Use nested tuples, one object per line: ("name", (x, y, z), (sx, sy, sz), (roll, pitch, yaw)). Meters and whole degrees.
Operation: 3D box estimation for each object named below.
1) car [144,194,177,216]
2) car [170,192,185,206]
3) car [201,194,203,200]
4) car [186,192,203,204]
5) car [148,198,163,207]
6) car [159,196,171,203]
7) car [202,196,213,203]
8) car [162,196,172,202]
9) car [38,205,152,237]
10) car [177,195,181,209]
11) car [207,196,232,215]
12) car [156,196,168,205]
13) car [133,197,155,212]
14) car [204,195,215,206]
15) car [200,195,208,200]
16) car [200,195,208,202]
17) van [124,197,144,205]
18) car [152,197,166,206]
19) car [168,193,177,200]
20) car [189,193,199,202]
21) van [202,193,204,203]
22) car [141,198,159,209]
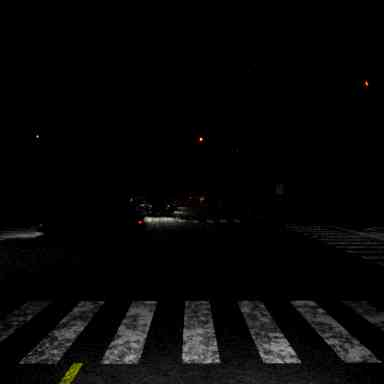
("car", (-2.938, 1.354, 32.126), (2.097, 1.767, 4.553), (0, 0, 2))
("car", (-2.750, 1.223, 53.200), (2.150, 2.045, 5.566), (0, 0, 1))
("car", (3.063, 1.527, 61.890), (1.752, 1.417, 4.829), (0, 0, 0))
("car", (0.406, 1.223, 63.398), (2.150, 2.045, 5.566), (0, 0, 0))
("car", (-5.537, 1.585, 50.433), (1.802, 1.307, 4.206), (0, 0, 0))
("car", (-5.427, 1.566, 67.437), (1.947, 1.339, 4.313), (0, 0, 0))
("car", (3.098, 1.551, 67.390), (2.008, 1.369, 4.403), (0, 0, 0))
("car", (-5.390, 1.543, 73.105), (1.887, 1.381, 4.507), (0, 0, 0))
("car", (-5.054, 1.545, 17.374), (5.357, 1.411, 2.033), (0, 0, 0))
("car", (-2.831, 1.480, 42.064), (1.882, 1.535, 5.008), (0, 0, 1))
("car", (2.878, 1.442, 33.375), (1.967, 1.590, 4.097), (0, 0, 0))
("car", (-5.465, 1.527, 61.599), (1.752, 1.417, 4.829), (0, 0, 0))
("car", (-5.611, 1.443, 39.096), (1.967, 1.590, 4.097), (0, 0, 0))
("car", (2.951, 1.443, 44.713), (1.967, 1.590, 4.097), (0, 0, 0))
("car", (3.245, 1.557, 90.067), (1.947, 1.339, 4.313), (0, 0, 0))
("car", (2.860, 1.453, 79.561), (1.801, 1.575, 5.366), (0, 0, 0))
("van", (-5.648, 1.343, 33.428), (1.690, 1.788, 3.998), (0, 0, 0))
("car", (-5.501, 1.568, 56.101), (1.947, 1.339, 4.313), (0, 0, 0))
("car", (-5.281, 1.307, 90.110), (2.192, 1.841, 5.009), (0, 0, 0))
("car", (0.472, 1.186, 73.758), (2.097, 1.767, 4.553), (0, 0, 0))
("van", (3.025, 1.344, 56.051), (1.690, 1.788, 3.998), (0, 0, 0))
("car", (-5.574, 1.569, 44.765), (1.947, 1.339, 4.313), (0, 0, 0))
